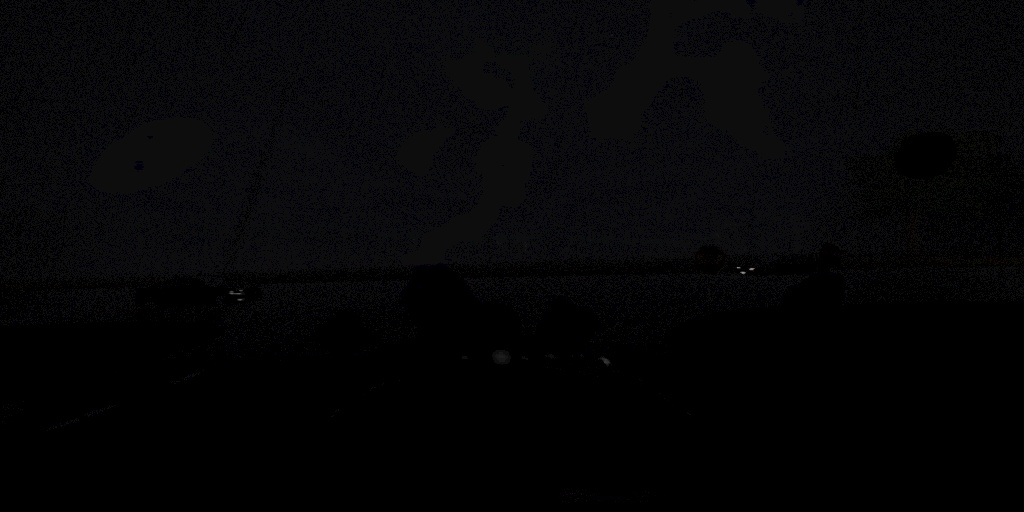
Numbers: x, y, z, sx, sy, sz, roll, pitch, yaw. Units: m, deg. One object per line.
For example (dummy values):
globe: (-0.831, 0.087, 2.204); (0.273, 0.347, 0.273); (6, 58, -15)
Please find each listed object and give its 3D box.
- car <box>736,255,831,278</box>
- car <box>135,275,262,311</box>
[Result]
car: (17.935, 0.656, 23.702); (5.357, 1.411, 2.033); (-1, 2, 0)
car: (-14.537, 1.617, 16.767); (5.008, 1.535, 1.882); (-2, 2, 0)
